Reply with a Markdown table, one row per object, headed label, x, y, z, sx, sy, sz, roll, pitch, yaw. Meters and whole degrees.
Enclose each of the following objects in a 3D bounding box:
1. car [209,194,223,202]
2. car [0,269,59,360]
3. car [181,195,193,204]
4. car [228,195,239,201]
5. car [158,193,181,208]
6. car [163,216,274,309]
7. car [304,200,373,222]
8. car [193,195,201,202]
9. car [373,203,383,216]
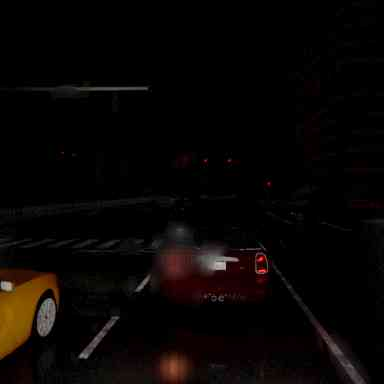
| label | x | y | z | sx | sy | sz | roll | pitch | yaw |
| --- | --- | --- | --- | --- | --- | --- | --- | --- | --- |
| car | 5.844 | 1.355 | 79.737 | 2.097 | 1.767 | 4.553 | 0 | 0 | 27 |
| car | -3.262 | 1.478 | 3.519 | 1.882 | 1.535 | 5.008 | 0 | 0 | 5 |
| car | -1.702 | 1.351 | 65.577 | 2.097 | 1.767 | 4.553 | 0 | 0 | 7 |
| car | 10.323 | 1.524 | 80.594 | 1.812 | 1.442 | 4.674 | 0 | 0 | 31 |
| car | -3.324 | 1.221 | 47.533 | 2.150 | 2.045 | 5.566 | 0 | 0 | 5 |
| car | 0.656 | 1.352 | 8.121 | 2.097 | 1.767 | 4.553 | 0 | 0 | 5 |
| car | 11.448 | 1.581 | 26.617 | 4.674 | 1.442 | 1.812 | 0 | 0 | 7 |
| car | 0.612 | 1.478 | 76.464 | 1.882 | 1.535 | 5.008 | 0 | 0 | 20 |
| car | 16.342 | 1.533 | 33.425 | 5.008 | 1.535 | 1.882 | 0 | 0 | 5 |
